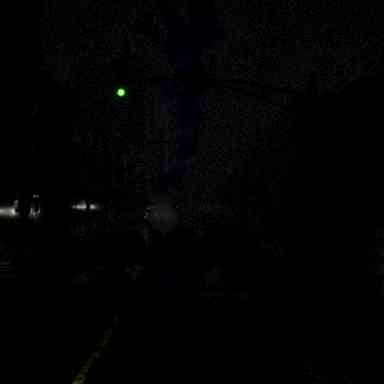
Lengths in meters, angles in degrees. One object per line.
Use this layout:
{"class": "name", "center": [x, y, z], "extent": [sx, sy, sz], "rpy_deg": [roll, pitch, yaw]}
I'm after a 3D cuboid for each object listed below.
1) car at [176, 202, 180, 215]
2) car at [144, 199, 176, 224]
{"class": "car", "center": [-2.830, 2.134, 40.384], "extent": [2.033, 1.411, 5.357], "rpy_deg": [0, -1, 0]}
{"class": "car", "center": [-2.836, 1.614, 29.290], "extent": [2.150, 2.045, 5.566], "rpy_deg": [0, -1, 0]}
